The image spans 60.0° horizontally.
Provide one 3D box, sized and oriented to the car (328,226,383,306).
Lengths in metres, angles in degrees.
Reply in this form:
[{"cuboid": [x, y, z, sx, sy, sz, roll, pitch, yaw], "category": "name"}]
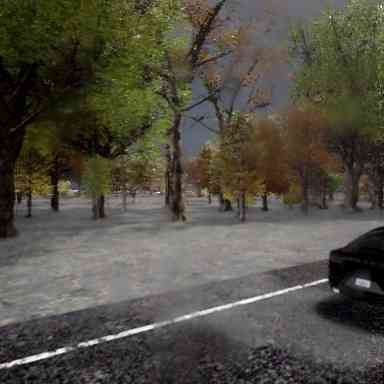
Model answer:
[{"cuboid": [5.058, 1.462, 7.357, 5.008, 1.535, 1.882, 0, 0, -35], "category": "car"}]
